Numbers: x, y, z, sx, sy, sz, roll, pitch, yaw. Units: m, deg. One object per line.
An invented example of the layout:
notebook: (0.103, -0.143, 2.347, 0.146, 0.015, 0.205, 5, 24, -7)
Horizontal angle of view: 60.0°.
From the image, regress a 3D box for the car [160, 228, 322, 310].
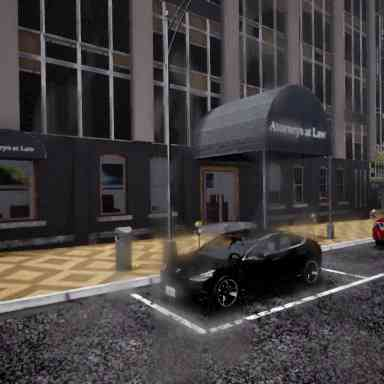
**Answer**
car: (1.317, 1.564, 7.797, 4.313, 1.339, 1.947, 0, -1, -37)

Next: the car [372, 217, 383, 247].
car: (9.597, 1.310, 13.994, 5.009, 1.841, 2.192, 0, -1, -37)
